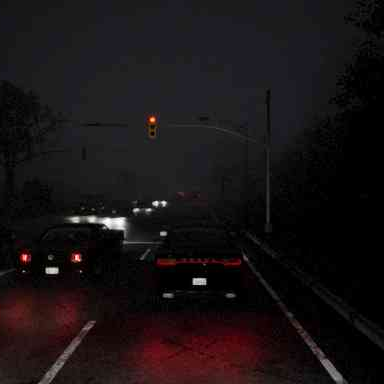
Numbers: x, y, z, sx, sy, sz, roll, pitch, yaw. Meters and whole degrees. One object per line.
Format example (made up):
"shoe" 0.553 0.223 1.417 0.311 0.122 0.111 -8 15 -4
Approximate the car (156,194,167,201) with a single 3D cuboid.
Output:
"car" -6.300 1.051 68.317 1.895 1.301 4.718 0 3 1

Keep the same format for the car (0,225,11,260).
"car" -7.043 1.526 9.719 1.812 1.442 4.674 0 0 0

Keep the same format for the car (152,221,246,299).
"car" 0.153 1.478 8.522 1.882 1.535 5.008 0 0 0

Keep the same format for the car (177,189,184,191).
"car" -2.689 0.173 77.247 2.097 1.767 4.553 0 3 1

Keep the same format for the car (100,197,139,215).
"car" -6.811 1.491 31.643 2.128 1.511 4.902 0 0 1

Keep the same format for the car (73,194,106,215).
"car" -10.280 1.222 34.203 2.150 2.045 5.566 0 0 1

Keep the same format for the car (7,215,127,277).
"car" -3.373 1.601 10.199 1.895 1.301 4.718 0 0 -1

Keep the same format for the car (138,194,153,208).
"car" -6.632 1.478 46.953 1.882 1.535 5.008 0 0 1

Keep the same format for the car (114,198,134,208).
"car" -10.100 1.565 49.587 1.994 1.385 4.181 0 0 1

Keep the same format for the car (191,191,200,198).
"car" 0.815 0.561 77.603 1.895 1.301 4.718 0 3 1

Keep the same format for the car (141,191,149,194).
"car" -9.790 0.793 68.510 2.097 1.767 4.553 0 3 1

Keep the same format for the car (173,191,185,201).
"car" -2.808 1.070 66.869 2.033 1.411 5.357 0 3 1

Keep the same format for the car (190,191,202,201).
"car" 0.792 0.738 66.938 2.150 2.045 5.566 0 3 1
